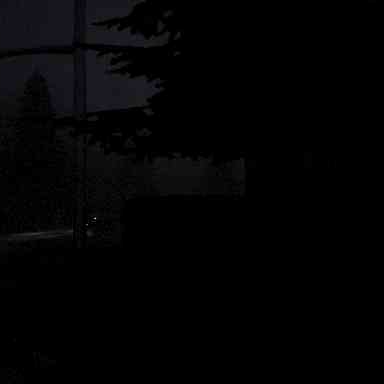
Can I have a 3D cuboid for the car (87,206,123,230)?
[{"bbox_3d":[-4.909,1.586,21.312,1.895,1.301,4.718,0,0,36],"label":"car"}]
